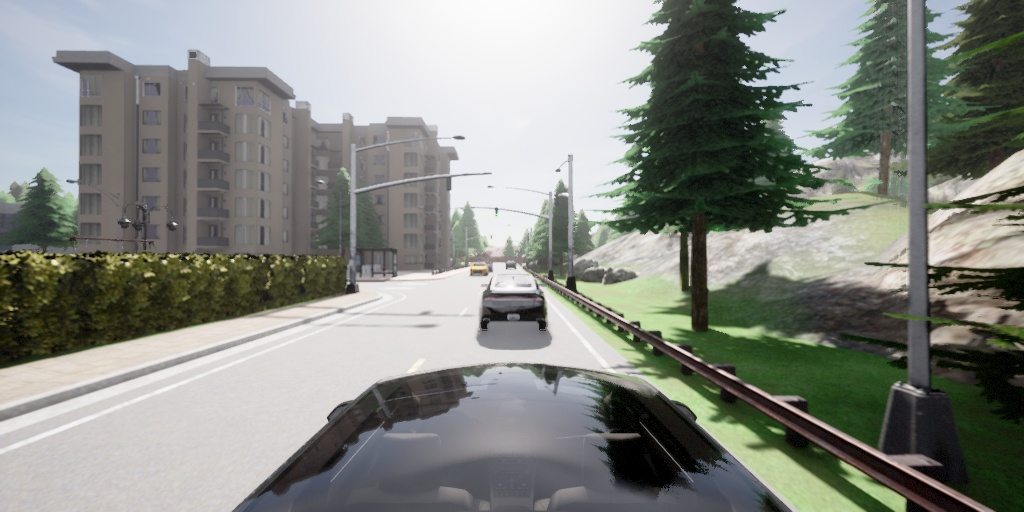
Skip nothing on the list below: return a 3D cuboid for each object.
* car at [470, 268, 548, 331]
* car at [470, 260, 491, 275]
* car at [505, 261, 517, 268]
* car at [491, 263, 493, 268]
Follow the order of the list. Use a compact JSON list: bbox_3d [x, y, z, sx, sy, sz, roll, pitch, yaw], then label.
[{"bbox_3d":[0.038,1.306,11.309,2.128,1.511,4.902,0,0,0],"label":"car"},{"bbox_3d":[-3.786,1.494,41.850,1.882,1.535,5.008,0,0,0],"label":"car"},{"bbox_3d":[-0.204,1.677,65.233,1.837,1.490,4.892,0,0,0],"label":"car"},{"bbox_3d":[-3.821,1.433,51.462,2.097,1.767,4.553,0,0,0],"label":"car"}]
